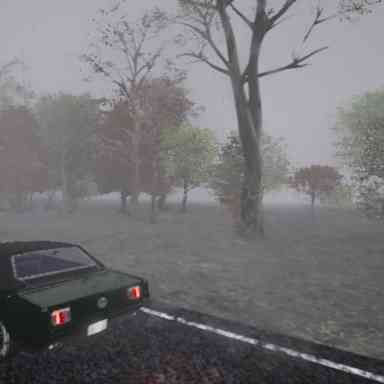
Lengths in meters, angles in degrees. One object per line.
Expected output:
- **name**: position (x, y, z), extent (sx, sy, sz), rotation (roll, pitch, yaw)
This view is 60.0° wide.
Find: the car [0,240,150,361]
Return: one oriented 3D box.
- **car**: position (-3.063, 1.503, 5.750), extent (4.718, 1.301, 1.895), rotation (1, 0, 35)
